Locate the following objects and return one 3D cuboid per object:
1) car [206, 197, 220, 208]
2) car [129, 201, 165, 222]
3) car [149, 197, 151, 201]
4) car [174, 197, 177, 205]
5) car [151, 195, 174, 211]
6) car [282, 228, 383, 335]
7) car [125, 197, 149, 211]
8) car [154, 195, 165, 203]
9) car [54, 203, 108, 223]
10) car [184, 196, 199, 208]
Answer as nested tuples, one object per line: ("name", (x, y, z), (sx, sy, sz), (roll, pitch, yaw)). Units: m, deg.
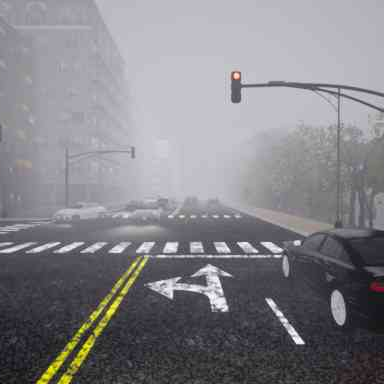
("car", (3.153, 1.501, 49.360), (2.128, 1.511, 4.902), (0, 0, 0))
("car", (-3.461, 1.629, 26.377), (1.895, 1.301, 4.718), (0, 0, 0))
("car", (-6.813, 1.540, 56.137), (1.812, 1.442, 4.674), (0, 0, 0))
("car", (-3.565, 1.579, 57.899), (1.994, 1.385, 4.181), (0, 0, 0))
("car", (-3.514, 1.508, 40.551), (1.837, 1.490, 4.892), (0, 1, 0))
("car", (3.326, 1.477, 6.891), (1.882, 1.535, 5.008), (0, 0, 0))
("car", (-6.760, 1.606, 40.053), (1.895, 1.301, 4.718), (0, 0, 0))
("car", (-6.786, 1.490, 70.828), (1.882, 1.535, 5.008), (0, 0, 0))
("car", (-8.798, 1.595, 26.717), (1.812, 1.442, 4.674), (0, 1, 28))
("car", (-0.094, 1.362, 48.794), (2.097, 1.767, 4.553), (0, 0, 0))
